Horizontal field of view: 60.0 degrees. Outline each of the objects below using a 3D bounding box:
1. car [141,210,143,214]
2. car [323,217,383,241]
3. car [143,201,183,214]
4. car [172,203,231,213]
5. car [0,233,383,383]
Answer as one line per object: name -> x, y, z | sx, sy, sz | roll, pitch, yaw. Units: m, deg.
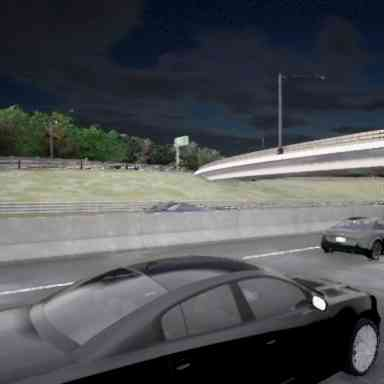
car -> -1.918, 1.565, 28.191 | 4.892, 1.490, 1.837 | 0, 0, -35
car -> 6.825, 1.637, 12.713 | 4.181, 1.385, 1.994 | 0, 0, -35
car -> -0.941, 1.583, 24.615 | 4.674, 1.442, 1.812 | 0, 0, -35
car -> 1.189, 1.627, 21.833 | 4.181, 1.385, 1.994 | 0, 0, -35
car -> 0.269, 1.487, 3.894 | 5.008, 1.535, 1.882 | 0, 0, -35
